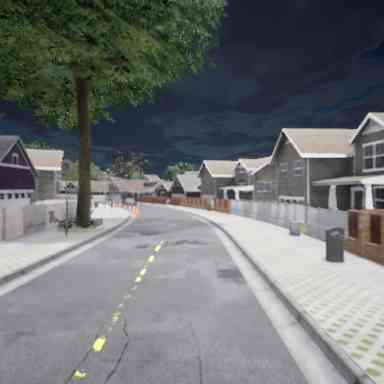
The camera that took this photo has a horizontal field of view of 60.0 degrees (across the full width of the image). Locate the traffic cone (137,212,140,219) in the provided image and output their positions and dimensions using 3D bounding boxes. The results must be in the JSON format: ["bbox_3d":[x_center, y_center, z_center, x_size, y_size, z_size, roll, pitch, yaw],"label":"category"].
[{"bbox_3d":[-4.713,2.072,29.204,0.340,0.580,0.340,0,-1,-7],"label":"traffic cone"}]

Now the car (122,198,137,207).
[{"bbox_3d":[-10.989,1.817,58.657,1.812,1.442,4.674,0,0,-24],"label":"car"}]
